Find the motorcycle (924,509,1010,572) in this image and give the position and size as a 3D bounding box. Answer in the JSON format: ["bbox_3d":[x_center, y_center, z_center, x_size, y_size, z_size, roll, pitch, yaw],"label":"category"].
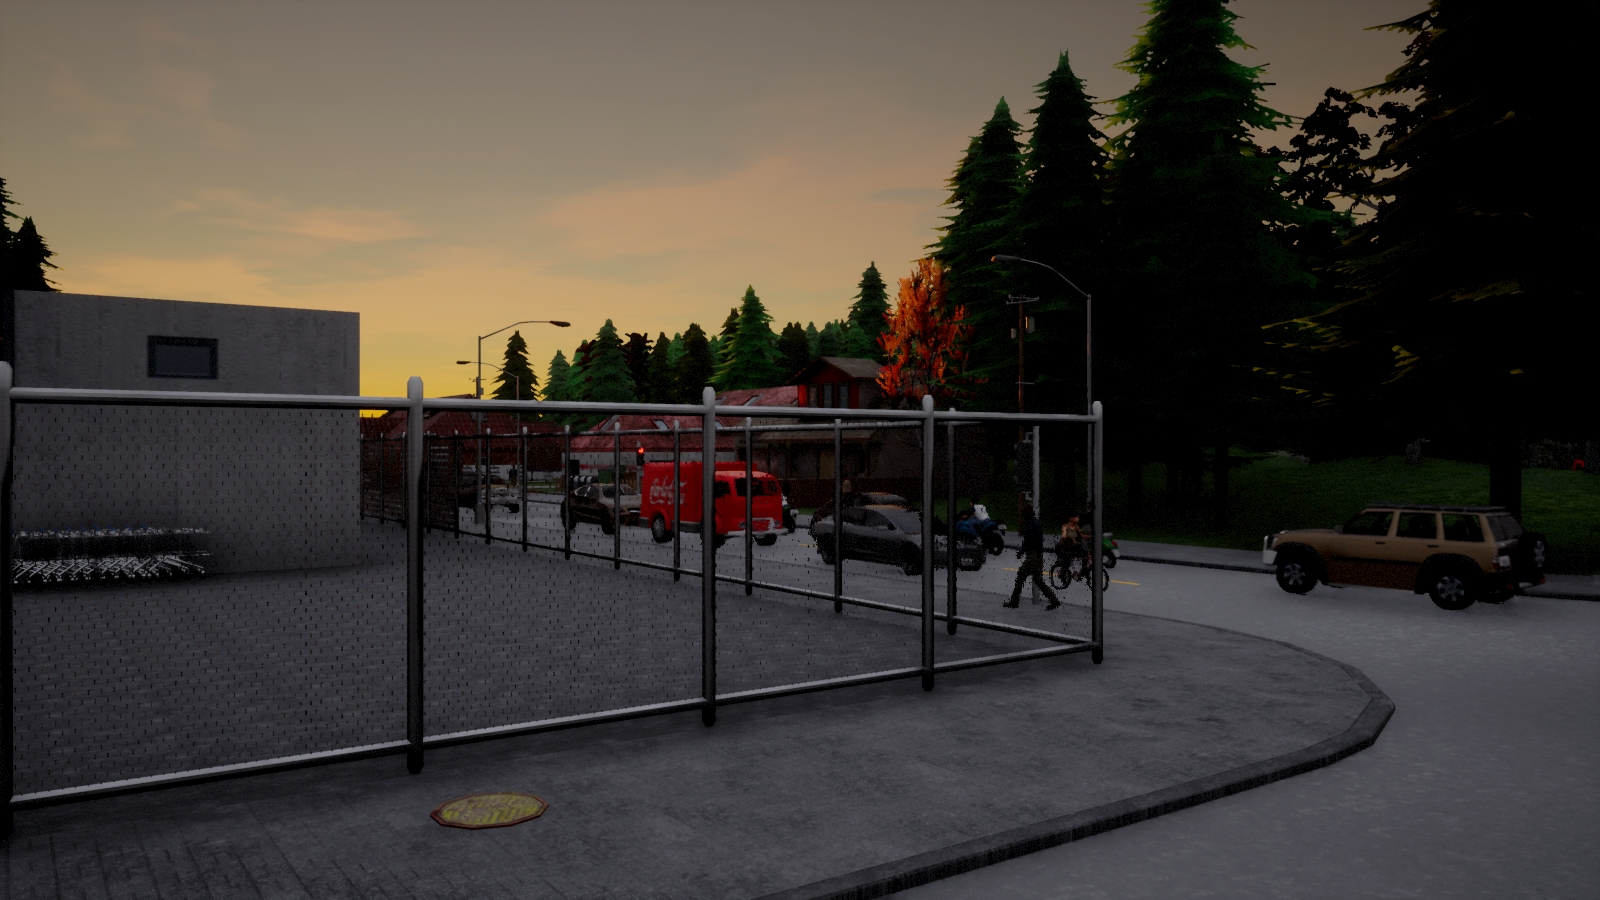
[{"bbox_3d":[3.660,1.959,25.126,0.856,1.236,1.805,0,0,-35],"label":"motorcycle"}]

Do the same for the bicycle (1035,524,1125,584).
[{"bbox_3d":[5.494,2.031,22.487,0.859,1.080,1.487,0,-2,-35],"label":"bicycle"}]

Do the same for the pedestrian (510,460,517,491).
[{"bbox_3d":[-17.298,1.519,69.003,0.375,1.860,0.375,0,0,-5],"label":"pedestrian"}]

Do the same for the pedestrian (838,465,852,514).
[{"bbox_3d":[1.740,1.521,44.186,0.375,1.860,0.375,0,0,-34],"label":"pedestrian"}]

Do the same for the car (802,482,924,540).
[{"bbox_3d":[1.867,1.802,34.631,1.789,1.549,3.705,0,0,-35],"label":"car"}]

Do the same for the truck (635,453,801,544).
[{"bbox_3d":[-2.549,1.353,34.012,2.627,2.467,5.204,0,-1,-35],"label":"truck"}]

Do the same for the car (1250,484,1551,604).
[{"bbox_3d":[11.075,1.640,21.381,1.932,1.855,4.605,0,0,-37],"label":"car"}]

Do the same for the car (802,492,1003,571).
[{"bbox_3d":[2.311,1.840,27.048,2.163,1.488,4.792,0,0,-35],"label":"car"}]

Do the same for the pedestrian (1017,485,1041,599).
[{"bbox_3d":[3.798,1.515,18.969,0.375,1.860,0.375,0,0,8],"label":"pedestrian"}]

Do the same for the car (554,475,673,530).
[{"bbox_3d":[-6.576,1.769,39.829,2.152,1.651,5.027,0,0,-35],"label":"car"}]
